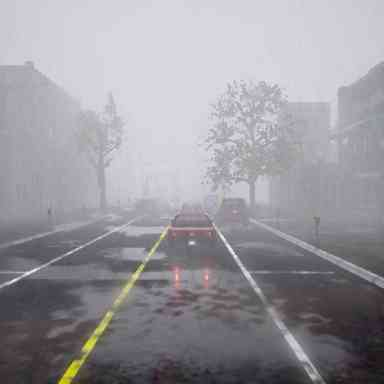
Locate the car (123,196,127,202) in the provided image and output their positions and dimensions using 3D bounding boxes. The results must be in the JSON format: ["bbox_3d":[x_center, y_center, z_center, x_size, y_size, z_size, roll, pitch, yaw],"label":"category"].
[{"bbox_3d":[-18.196,1.708,82.351,4.313,1.339,1.947,-1,1,-1],"label":"car"}]

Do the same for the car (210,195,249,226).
[{"bbox_3d":[2.687,1.309,23.224,2.192,1.841,5.009,-1,0,0],"label":"car"}]

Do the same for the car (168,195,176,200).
[{"bbox_3d":[-5.691,1.559,94.551,1.802,1.307,4.206,0,0,0],"label":"car"}]

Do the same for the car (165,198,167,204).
[{"bbox_3d":[-5.693,1.512,56.318,1.752,1.417,4.829,0,0,0],"label":"car"}]

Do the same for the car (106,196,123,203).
[{"bbox_3d":[-18.078,1.658,74.002,4.097,1.590,1.967,-1,1,-1],"label":"car"}]

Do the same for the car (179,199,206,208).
[{"bbox_3d":[0.001,1.610,29.681,1.895,1.301,4.718,0,0,0],"label":"car"}]

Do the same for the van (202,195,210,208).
[{"bbox_3d":[2.687,1.331,45.400,1.690,1.788,3.998,-1,0,0],"label":"van"}]

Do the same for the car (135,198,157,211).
[{"bbox_3d":[-5.692,1.535,39.856,1.887,1.381,4.507,0,0,0],"label":"car"}]

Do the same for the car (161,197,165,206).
[{"bbox_3d":[-5.692,1.533,50.944,1.887,1.381,4.507,0,0,0],"label":"car"}]

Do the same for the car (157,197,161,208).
[{"bbox_3d":[-5.693,1.534,45.400,1.887,1.381,4.507,0,0,0],"label":"car"}]

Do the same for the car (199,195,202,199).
[{"bbox_3d":[2.689,1.553,56.488,1.947,1.339,4.313,-1,0,0],"label":"car"}]

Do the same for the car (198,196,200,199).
[{"bbox_3d":[2.688,1.503,94.721,1.752,1.417,4.829,-1,0,0],"label":"car"}]

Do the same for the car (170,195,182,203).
[{"bbox_3d":[-2.999,1.546,66.653,1.812,1.442,4.674,0,0,0],"label":"car"}]

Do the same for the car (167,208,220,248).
[{"bbox_3d":[0.001,1.612,14.681,1.895,1.301,4.718,0,0,0],"label":"car"}]

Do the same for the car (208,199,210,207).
[{"bbox_3d":[2.688,1.544,28.768,2.008,1.369,4.403,-1,0,0],"label":"car"}]
